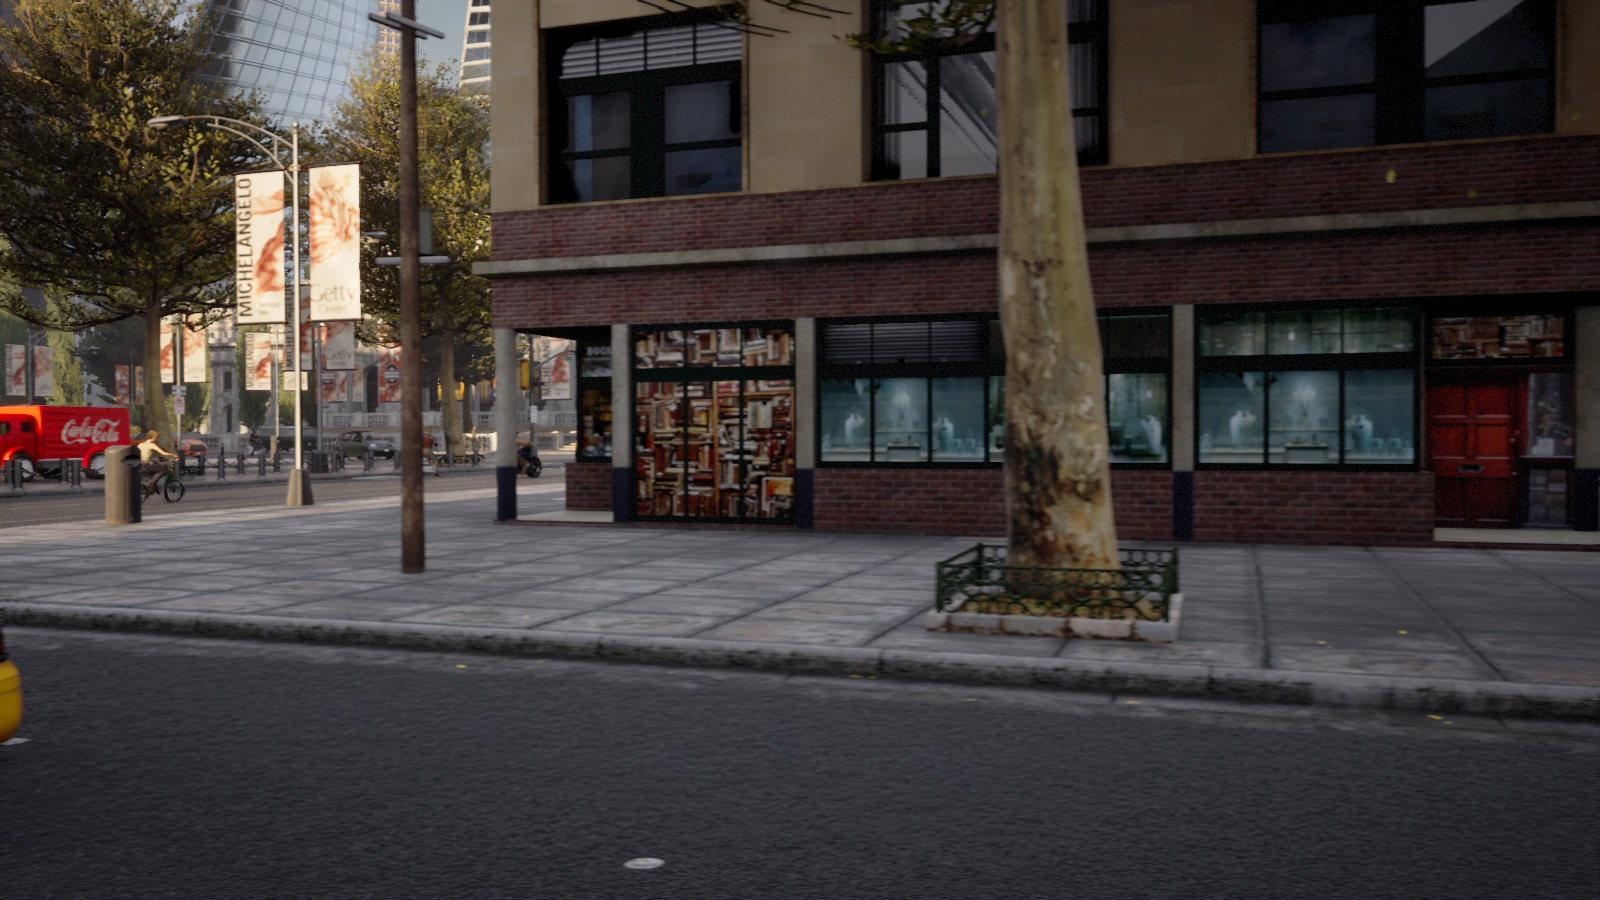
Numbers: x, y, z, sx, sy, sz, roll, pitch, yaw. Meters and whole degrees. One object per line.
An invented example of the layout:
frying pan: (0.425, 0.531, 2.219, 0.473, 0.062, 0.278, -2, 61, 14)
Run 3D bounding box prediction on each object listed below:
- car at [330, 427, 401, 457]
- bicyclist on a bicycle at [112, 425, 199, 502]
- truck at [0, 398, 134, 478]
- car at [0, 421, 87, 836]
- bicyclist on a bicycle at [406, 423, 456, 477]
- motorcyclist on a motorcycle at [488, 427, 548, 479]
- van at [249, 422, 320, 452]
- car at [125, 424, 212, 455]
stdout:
car: (-23.880, -0.459, 68.986, 3.988, 1.617, 1.851, 1, 1, 38)
bicyclist on a bicycle: (-14.088, 0.276, 27.489, 0.866, 1.612, 1.509, 1, 1, 20)
truck: (-25.098, -0.407, 41.303, 2.627, 2.467, 5.204, 1, 1, 20)
car: (-5.743, 0.664, 5.124, 5.366, 1.575, 1.801, 1, 1, 19)
bicyclist on a bicycle: (-12.503, -0.025, 42.572, 0.659, 1.776, 1.843, 1, 1, 20)
motorcyclist on a motorcycle: (-9.236, 0.087, 41.251, 0.766, 1.649, 2.350, 1, 1, 20)
van: (-35.067, -0.902, 85.381, 4.442, 1.987, 1.775, 1, 1, 20)
car: (-37.795, -0.646, 75.208, 4.553, 1.767, 2.097, 1, 1, 19)
